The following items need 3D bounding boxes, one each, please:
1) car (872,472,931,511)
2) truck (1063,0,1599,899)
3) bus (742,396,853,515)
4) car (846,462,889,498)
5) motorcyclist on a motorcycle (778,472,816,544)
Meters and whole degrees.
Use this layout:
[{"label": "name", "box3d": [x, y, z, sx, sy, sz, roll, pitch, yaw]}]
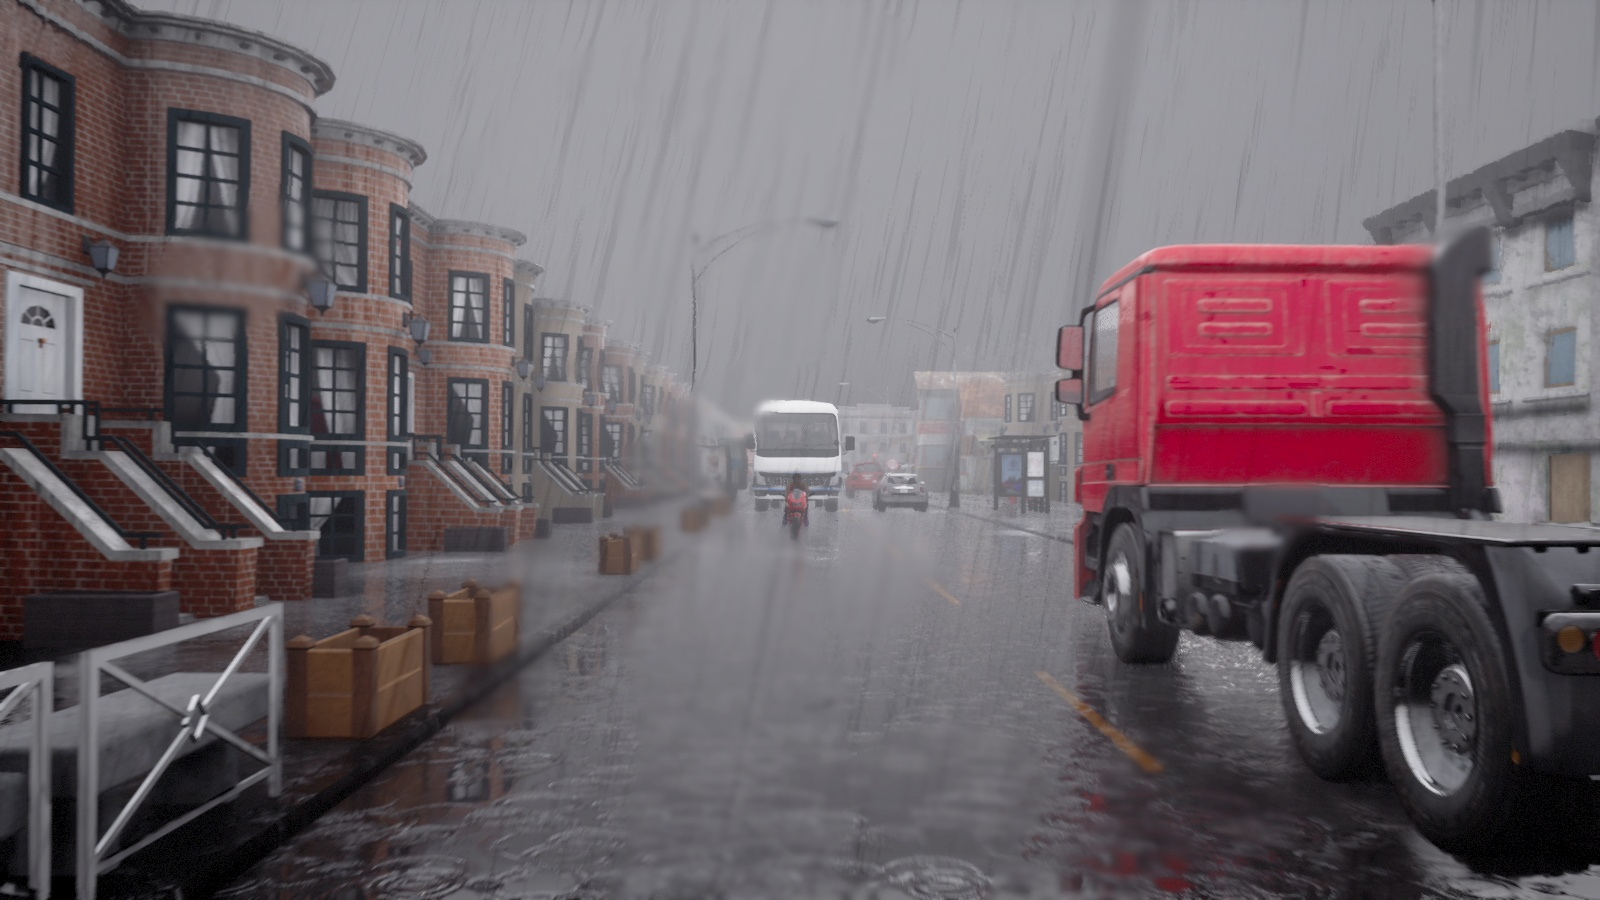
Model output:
[{"label": "car", "box3d": [3.921, 1.587, 49.165, 1.970, 1.475, 3.806, 0, -1, 0]}, {"label": "truck", "box3d": [3.975, -0.049, 7.990, 2.891, 3.462, 7.936, 0, -1, 0]}, {"label": "bus", "box3d": [-0.087, 0.276, 50.002, 3.944, 4.253, 10.273, 0, -1, 0]}, {"label": "car", "box3d": [3.899, 1.747, 73.440, 2.150, 2.045, 5.566, 0, -1, 0]}, {"label": "motorcyclist on a motorcycle", "box3d": [-0.062, 1.265, 27.928, 0.797, 1.523, 2.044, 0, -1, 0]}]
